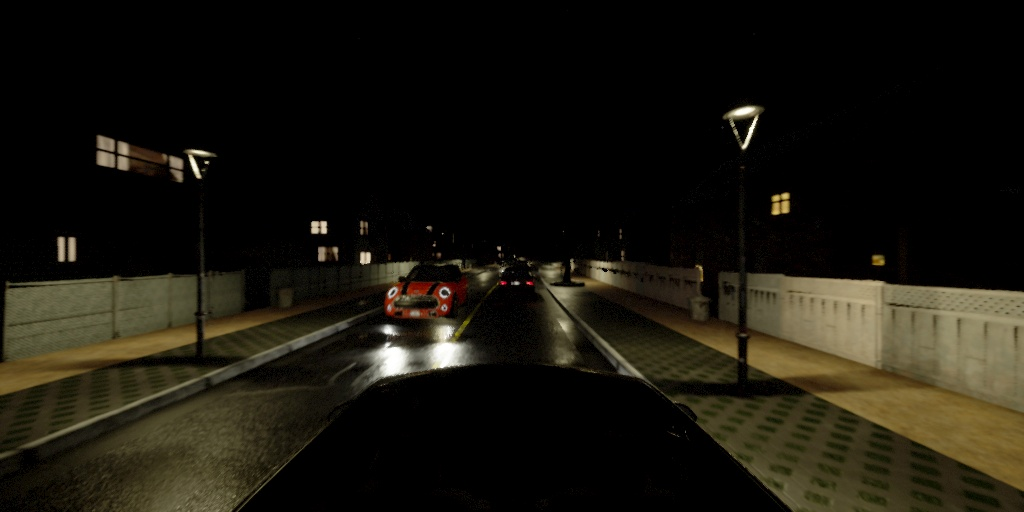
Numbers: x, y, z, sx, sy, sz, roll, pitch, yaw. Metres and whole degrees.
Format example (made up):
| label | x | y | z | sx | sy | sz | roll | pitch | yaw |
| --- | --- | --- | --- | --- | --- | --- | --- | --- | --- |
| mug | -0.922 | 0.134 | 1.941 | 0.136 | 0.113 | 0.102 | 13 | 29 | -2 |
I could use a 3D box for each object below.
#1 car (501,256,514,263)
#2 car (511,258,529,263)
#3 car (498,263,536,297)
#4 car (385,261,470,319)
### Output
| label | x | y | z | sx | sy | sz | roll | pitch | yaw |
| --- | --- | --- | --- | --- | --- | --- | --- | --- | --- |
| car | -0.412 | 0.852 | 54.355 | 2.097 | 1.767 | 4.553 | 0 | 0 | 6 |
| car | 1.186 | 1.235 | 39.102 | 1.812 | 1.442 | 4.674 | 0 | 0 | 4 |
| car | 0.258 | 1.280 | 18.757 | 2.033 | 1.411 | 5.357 | 0 | 0 | 1 |
| car | -2.787 | 1.091 | 12.669 | 2.097 | 1.767 | 4.553 | 0 | 0 | 1 |
